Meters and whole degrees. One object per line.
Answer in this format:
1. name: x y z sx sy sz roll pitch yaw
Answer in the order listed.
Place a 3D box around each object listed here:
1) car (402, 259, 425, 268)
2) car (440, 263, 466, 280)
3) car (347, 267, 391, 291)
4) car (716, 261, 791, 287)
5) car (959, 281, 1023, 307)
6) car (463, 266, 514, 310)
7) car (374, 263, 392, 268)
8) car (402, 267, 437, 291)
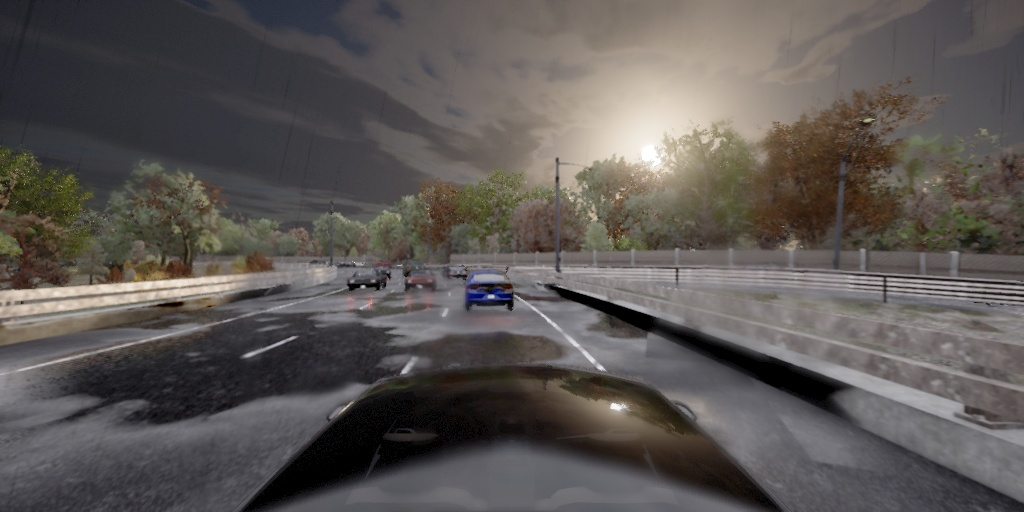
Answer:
1. car: -11.118 1.411 40.596 2.150 2.045 5.566 0 -1 -21
2. car: -6.001 1.683 36.818 2.033 1.411 5.357 0 -1 -19
3. car: -9.671 1.613 24.308 1.895 1.301 4.718 0 -1 -12
4. car: 17.502 1.202 26.150 4.553 1.767 2.097 1 0 34
5. car: 27.782 2.099 19.231 4.892 1.490 1.837 4 2 34
6. car: -1.092 1.380 15.676 1.882 1.535 5.008 0 -1 -7
7. car: -14.443 1.786 39.525 1.895 1.301 4.718 0 -1 -21
8. car: -6.082 1.605 24.233 1.895 1.301 4.718 0 -1 -11
